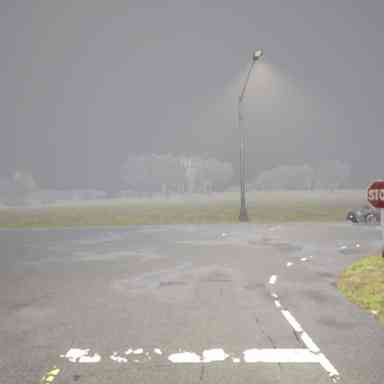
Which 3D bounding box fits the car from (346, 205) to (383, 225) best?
[{"bbox_3d":[12.386,1.392,21.753,4.181,1.385,1.994,-1,-2,-1],"label":"car"}]
